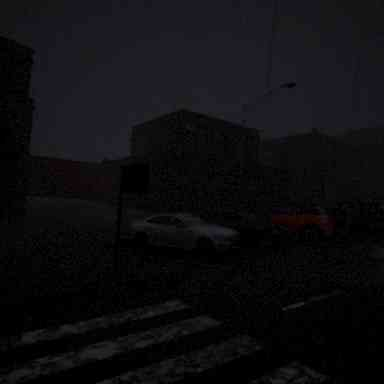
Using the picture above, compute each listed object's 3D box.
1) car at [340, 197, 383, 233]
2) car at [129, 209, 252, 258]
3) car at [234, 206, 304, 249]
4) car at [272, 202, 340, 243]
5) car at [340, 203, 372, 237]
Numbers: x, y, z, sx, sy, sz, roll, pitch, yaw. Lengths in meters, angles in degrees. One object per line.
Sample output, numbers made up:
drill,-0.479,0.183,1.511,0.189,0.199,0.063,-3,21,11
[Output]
car,9.188,1.344,19.660,4.553,1.767,2.185,-1,-1,34
car,-0.385,1.508,12.748,4.674,1.452,2.002,-1,-1,34
car,2.028,1.498,14.468,4.792,1.488,2.163,-1,-1,34
car,4.412,1.343,16.197,4.553,1.767,2.185,-1,-1,34
car,6.752,1.500,17.962,4.792,1.488,2.163,-1,-1,34
